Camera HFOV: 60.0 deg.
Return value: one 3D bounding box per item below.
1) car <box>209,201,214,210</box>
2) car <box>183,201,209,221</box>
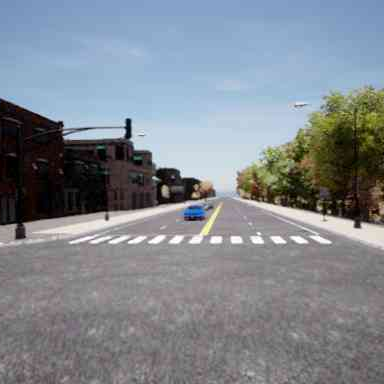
[{"bbox_3d":[2.617,2.181,55.054,2.128,1.511,4.902,-1,-1,6],"label":"car"},{"bbox_3d":[0.277,1.932,31.953,1.882,1.535,5.008,-1,0,6],"label":"car"}]
